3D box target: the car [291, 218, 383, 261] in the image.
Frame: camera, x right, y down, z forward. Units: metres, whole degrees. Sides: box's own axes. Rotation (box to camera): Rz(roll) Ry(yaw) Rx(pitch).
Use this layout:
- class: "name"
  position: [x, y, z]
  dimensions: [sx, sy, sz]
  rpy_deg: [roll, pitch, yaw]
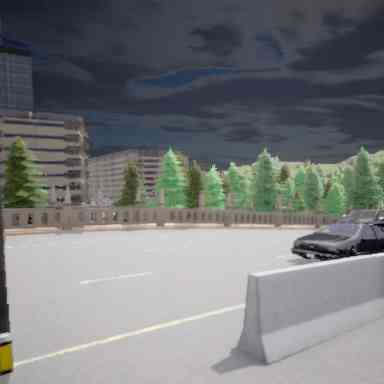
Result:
- class: "car"
  position: [6.138, 1.865, 12.672]
  dimensions: [5.357, 1.411, 2.033]
  rpy_deg: [3, -2, -35]

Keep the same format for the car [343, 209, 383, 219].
- class: "car"
  position: [10.762, 2.045, 20.268]
  dimensions: [5.566, 2.045, 2.150]
  rpy_deg: [5, -3, -35]
